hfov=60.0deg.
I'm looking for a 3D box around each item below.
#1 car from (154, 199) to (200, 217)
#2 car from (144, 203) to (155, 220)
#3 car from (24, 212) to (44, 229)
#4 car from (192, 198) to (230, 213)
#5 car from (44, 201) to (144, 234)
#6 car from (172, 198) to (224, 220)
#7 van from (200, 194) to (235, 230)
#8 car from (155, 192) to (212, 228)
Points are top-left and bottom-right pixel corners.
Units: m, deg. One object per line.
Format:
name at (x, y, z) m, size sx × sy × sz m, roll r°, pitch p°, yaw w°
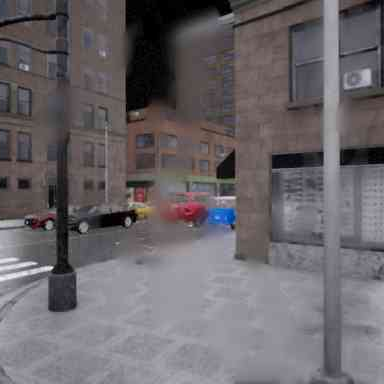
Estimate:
car at (-1.231, 1.361, 28.896) m, size 1.802 × 1.307 × 4.206 m, roll 0°, pitch 1°, yaw 36°
car at (-4.562, 1.358, 24.315) m, size 1.752 × 1.417 × 4.829 m, roll 0°, pitch 1°, yaw 36°
car at (-7.693, 1.429, 20.011) m, size 1.887 × 1.381 × 4.507 m, roll 0°, pitch 1°, yaw 36°
car at (1.999, 1.309, 33.338) m, size 1.802 × 1.307 × 4.206 m, roll 0°, pitch 1°, yaw 36°
car at (-5.295, 1.348, 18.646) m, size 1.882 × 1.535 × 5.008 m, roll 0°, pitch 0°, yaw 35°
car at (0.602, 1.300, 26.738) m, size 1.812 × 1.442 × 4.674 m, roll 0°, pitch 0°, yaw 36°
van at (2.452, 1.139, 19.452) m, size 1.690 × 1.788 × 3.998 m, roll 0°, pitch 1°, yaw 36°
car at (0.470, 1.030, 20.992) m, size 2.150 × 2.045 × 5.566 m, roll 0°, pitch 1°, yaw 35°
